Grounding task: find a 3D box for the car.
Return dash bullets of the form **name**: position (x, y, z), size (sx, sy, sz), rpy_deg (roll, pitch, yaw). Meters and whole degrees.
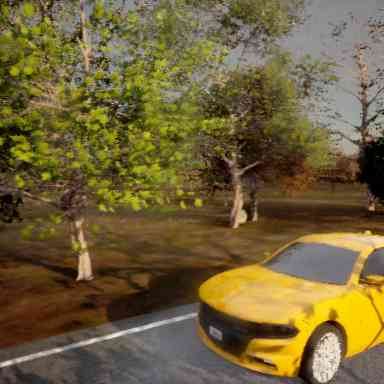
- **car**: position (2.399, 1.450, 5.422), size (5.008, 1.535, 1.882), rpy_deg (0, 0, -32)
